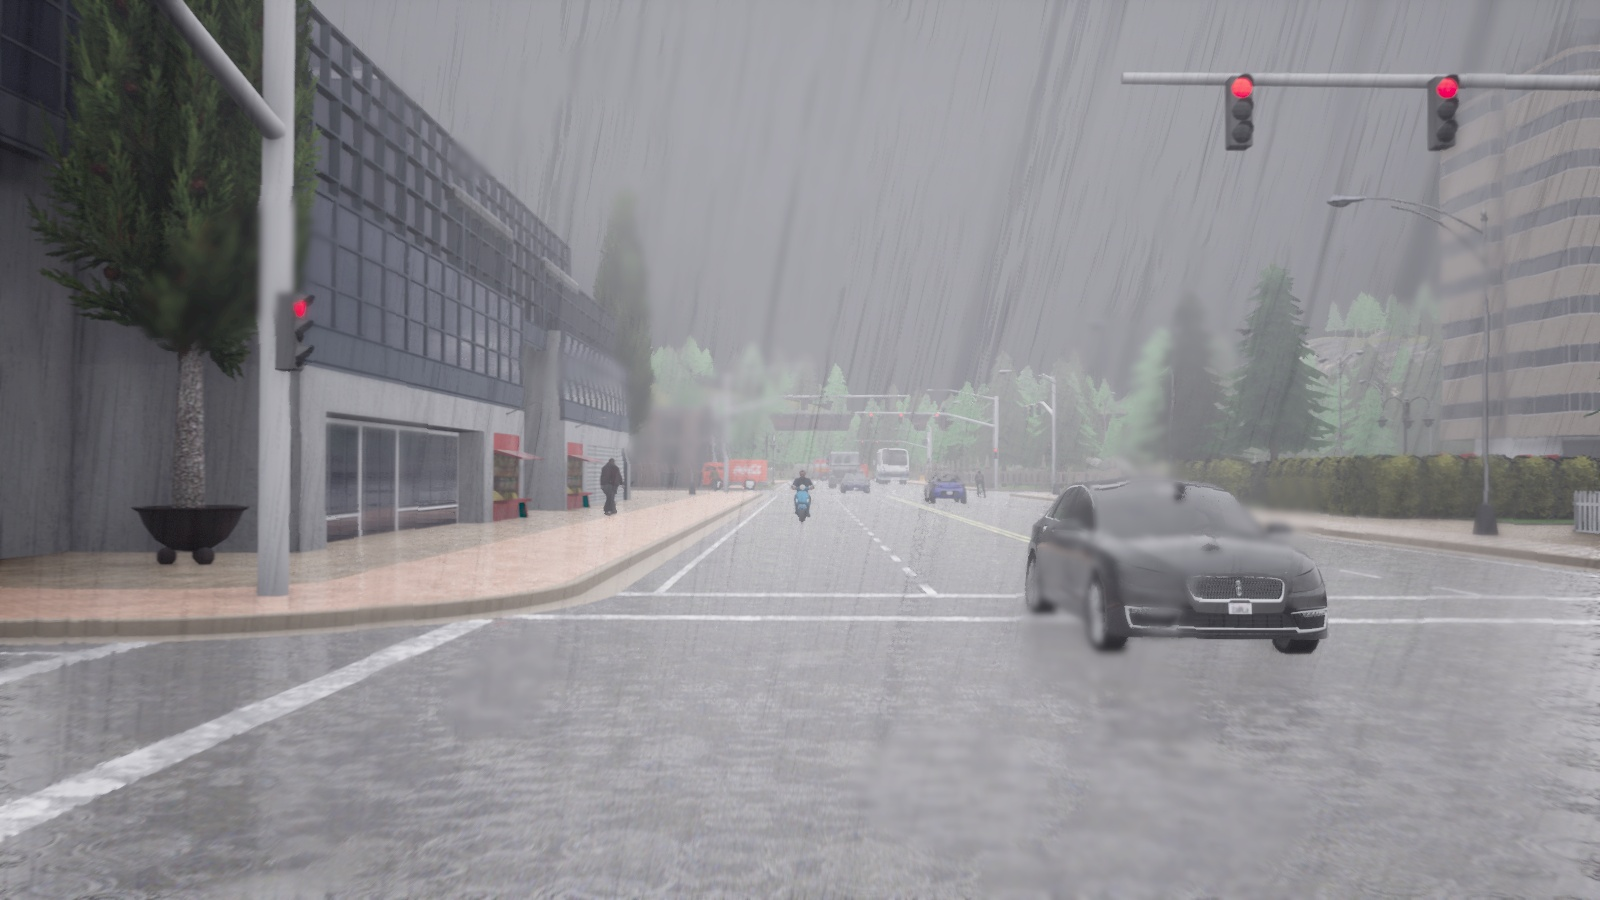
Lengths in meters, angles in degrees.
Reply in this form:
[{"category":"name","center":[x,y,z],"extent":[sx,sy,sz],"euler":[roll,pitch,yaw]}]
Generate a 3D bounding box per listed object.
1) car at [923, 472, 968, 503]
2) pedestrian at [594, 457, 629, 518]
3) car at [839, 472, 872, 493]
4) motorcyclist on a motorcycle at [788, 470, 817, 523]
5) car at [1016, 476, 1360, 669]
[{"category":"car","center":[7.239,1.851,62.819],"extent":[1.816,1.474,4.193],"euler":[0,-1,0]},{"category":"pedestrian","center":[-5.794,1.141,38.523],"extent":[0.899,1.844,0.634],"euler":[-1,-1,41]},{"category":"car","center":[3.914,2.292,89.201],"extent":[2.163,1.488,4.792],"euler":[0,-1,0]},{"category":"motorcyclist on a motorcycle","center":[0.080,1.412,38.500],"extent":[0.866,1.590,1.817],"euler":[0,-1,0]},{"category":"car","center":[3.467,1.012,12.308],"extent":[1.837,1.490,4.892],"euler":[0,-1,0]}]
